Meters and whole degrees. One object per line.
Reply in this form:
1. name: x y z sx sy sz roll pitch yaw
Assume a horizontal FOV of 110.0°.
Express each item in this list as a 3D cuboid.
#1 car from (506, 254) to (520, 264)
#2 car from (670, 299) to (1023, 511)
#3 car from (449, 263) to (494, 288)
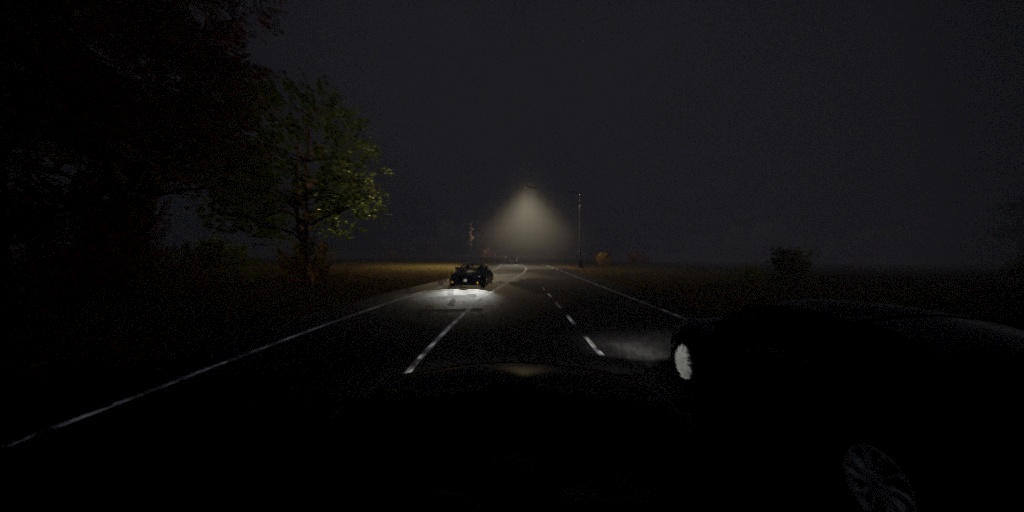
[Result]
1. car: -0.016 0.610 59.908 1.837 1.490 4.892 0 1 0
2. car: 3.499 1.234 3.938 1.837 1.490 4.892 0 1 0
3. car: -2.325 1.095 21.336 1.994 1.385 4.181 0 1 6
